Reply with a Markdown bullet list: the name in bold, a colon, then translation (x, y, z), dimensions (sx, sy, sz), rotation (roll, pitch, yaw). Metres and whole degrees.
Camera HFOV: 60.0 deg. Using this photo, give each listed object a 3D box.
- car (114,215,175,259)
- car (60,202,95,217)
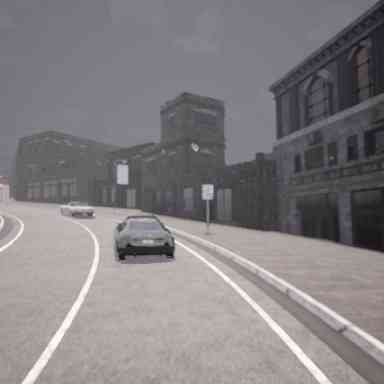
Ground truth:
- **car**: translation (-1.930, 1.586, 12.753), dimensions (1.994, 1.385, 4.181), rotation (1, 0, -14)
- **car**: translation (-10.704, 1.561, 30.734), dimensions (1.895, 1.301, 4.718), rotation (3, -1, -37)
